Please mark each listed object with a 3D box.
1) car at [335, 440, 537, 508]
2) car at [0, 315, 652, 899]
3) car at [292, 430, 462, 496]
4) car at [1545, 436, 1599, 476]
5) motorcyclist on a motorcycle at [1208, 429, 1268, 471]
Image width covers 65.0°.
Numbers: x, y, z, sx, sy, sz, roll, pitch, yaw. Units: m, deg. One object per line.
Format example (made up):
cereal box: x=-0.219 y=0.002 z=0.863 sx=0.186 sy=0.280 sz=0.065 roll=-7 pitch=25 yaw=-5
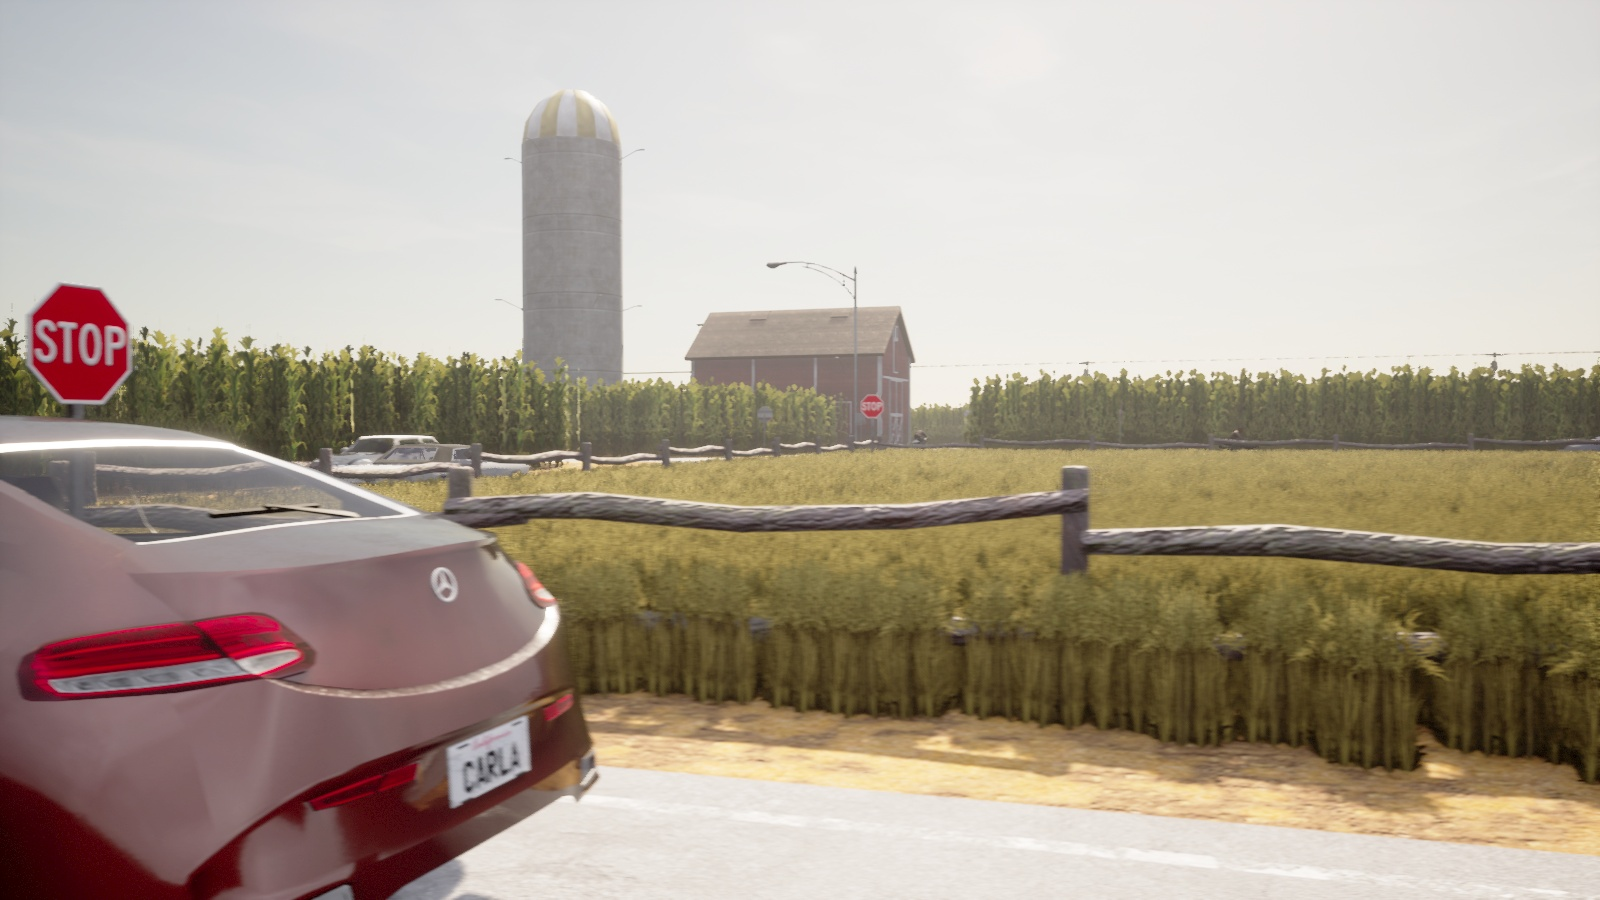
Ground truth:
car: x=-7.801 y=0.456 z=27.476 sx=1.895 sy=1.301 sz=4.718 roll=1 pitch=1 yaw=19
car: x=-3.255 y=0.526 z=4.275 sx=5.027 sy=1.651 sz=2.152 roll=1 pitch=1 yaw=18
car: x=-10.111 y=0.264 z=30.321 sx=1.970 sy=1.475 sz=3.806 roll=1 pitch=1 yaw=19
car: x=29.382 y=0.230 z=45.091 sx=4.181 sy=1.385 sz=1.994 roll=1 pitch=1 yaw=19
motorcyclist on a motorcycle: x=16.138 y=-0.011 z=46.342 sx=2.044 sy=1.523 sz=0.797 roll=1 pitch=1 yaw=19
